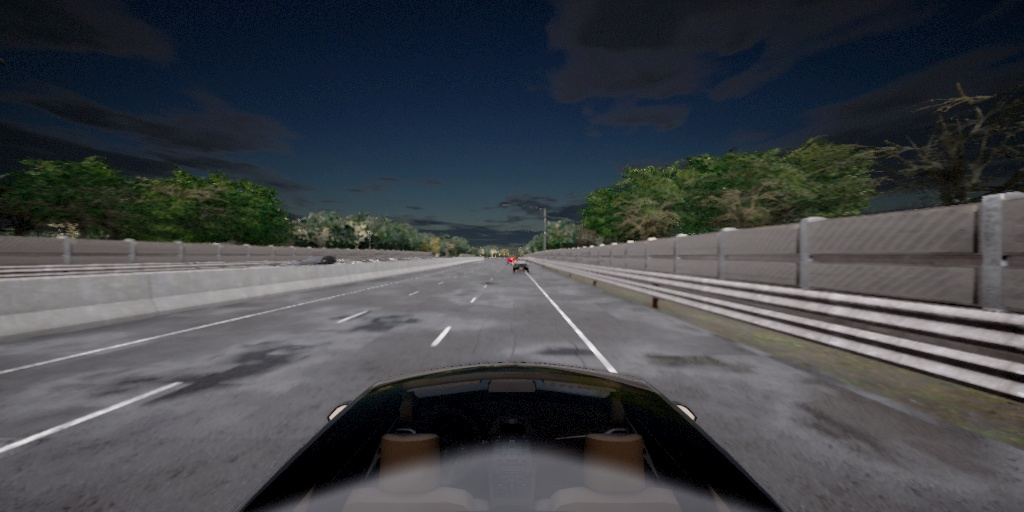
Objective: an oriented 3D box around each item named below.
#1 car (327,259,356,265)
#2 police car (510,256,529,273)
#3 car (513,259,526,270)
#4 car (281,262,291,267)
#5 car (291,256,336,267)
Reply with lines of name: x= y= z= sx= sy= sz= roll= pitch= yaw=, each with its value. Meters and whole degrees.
car: x=-17.566 y=1.319 z=38.574 sx=1.994 sy=1.385 sz=4.181 roll=0 pitch=0 yaw=0
police car: x=1.054 y=1.182 z=43.228 sx=1.930 sy=1.638 sz=5.238 roll=0 pitch=0 yaw=0
car: x=1.056 y=1.222 z=53.117 sx=1.882 sy=1.535 sz=5.008 roll=0 pitch=0 yaw=0
car: x=-24.557 y=1.260 z=41.361 sx=1.837 sy=1.490 sz=4.892 roll=0 pitch=0 yaw=0
car: x=-21.063 y=0.976 z=39.086 sx=2.150 sy=2.045 sz=5.566 roll=0 pitch=0 yaw=0
